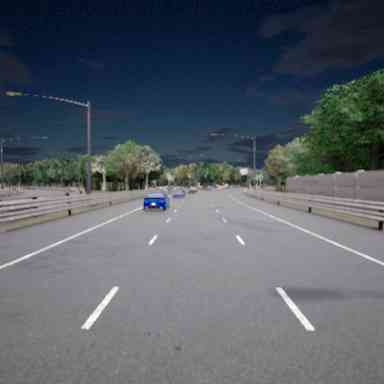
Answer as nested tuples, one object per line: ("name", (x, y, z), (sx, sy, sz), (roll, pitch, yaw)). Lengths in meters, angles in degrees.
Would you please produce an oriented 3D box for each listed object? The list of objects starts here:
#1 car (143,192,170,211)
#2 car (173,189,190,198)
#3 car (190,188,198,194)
("car", (-3.101, 0.774, 29.661), (1.882, 1.535, 5.008), (0, 1, 1))
("car", (-2.063, 0.219, 56.813), (2.033, 1.411, 5.357), (0, 1, 4))
("car", (0.316, -0.279, 80.497), (1.895, 1.301, 4.718), (0, 1, 7))
